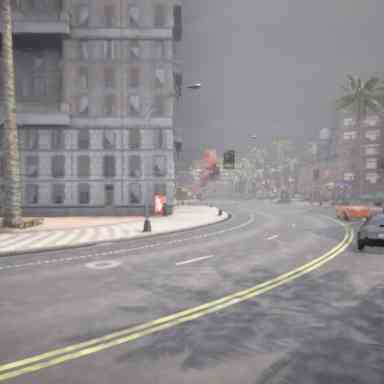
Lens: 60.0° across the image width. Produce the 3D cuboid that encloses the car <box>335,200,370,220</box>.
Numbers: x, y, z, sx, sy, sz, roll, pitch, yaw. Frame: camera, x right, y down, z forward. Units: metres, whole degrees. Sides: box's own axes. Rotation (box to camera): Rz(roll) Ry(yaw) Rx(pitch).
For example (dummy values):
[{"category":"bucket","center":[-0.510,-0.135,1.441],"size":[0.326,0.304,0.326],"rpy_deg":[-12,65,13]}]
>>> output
[{"category":"car","center":[14.194,1.523,29.534],"size":[2.097,1.767,4.553],"rpy_deg":[-1,-1,12]}]

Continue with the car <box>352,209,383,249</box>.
[{"category":"car","center":[8.366,1.641,14.347],"size":[1.994,1.385,4.181],"rpy_deg":[-1,-1,32]}]
